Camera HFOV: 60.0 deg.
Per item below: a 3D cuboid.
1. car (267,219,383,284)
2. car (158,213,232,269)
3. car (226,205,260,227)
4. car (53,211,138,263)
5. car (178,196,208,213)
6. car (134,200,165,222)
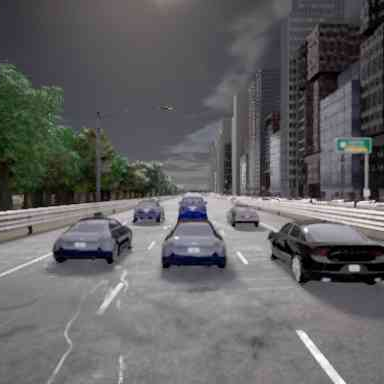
[{"bbox_3d":[3.556,1.518,9.731,1.882,1.535,5.008,0,0,0],"label":"car"},{"bbox_3d":[0.068,1.610,11.308,1.994,1.385,4.181,0,0,0],"label":"car"},{"bbox_3d":[3.550,1.652,23.795,2.033,1.411,5.357,0,0,1],"label":"car"},{"bbox_3d":[-3.427,1.614,12.230,1.994,1.385,4.181,0,0,0],"label":"car"},{"bbox_3d":[0.070,1.340,26.455,2.150,2.045,5.566,0,0,0],"label":"car"},{"bbox_3d":[-3.426,1.471,27.214,2.097,1.767,4.553,0,0,0],"label":"car"}]
